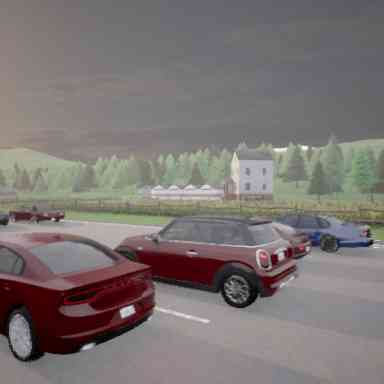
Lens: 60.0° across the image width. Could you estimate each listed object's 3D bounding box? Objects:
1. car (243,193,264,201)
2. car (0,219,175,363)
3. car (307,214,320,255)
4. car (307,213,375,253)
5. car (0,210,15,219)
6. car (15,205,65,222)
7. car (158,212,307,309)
[{"bbox_3d":[13.527,1.256,73.143,4.605,1.855,1.932,0,0,35],"label":"car"},{"bbox_3d":[-2.910,1.484,5.969,5.008,1.535,1.882,0,0,35],"label":"car"},{"bbox_3d":[1.616,1.533,11.348,4.674,1.442,1.812,0,0,35],"label":"car"},{"bbox_3d":[4.424,1.555,13.657,5.357,1.411,2.033,0,0,35],"label":"car"},{"bbox_3d":[-14.155,1.589,22.318,4.181,1.385,1.994,0,0,35],"label":"car"},{"bbox_3d":[-11.647,1.627,24.835,4.718,1.301,1.895,0,0,35],"label":"car"},{"bbox_3d":[0.120,1.358,8.125,4.553,1.767,2.097,0,0,35],"label":"car"}]
